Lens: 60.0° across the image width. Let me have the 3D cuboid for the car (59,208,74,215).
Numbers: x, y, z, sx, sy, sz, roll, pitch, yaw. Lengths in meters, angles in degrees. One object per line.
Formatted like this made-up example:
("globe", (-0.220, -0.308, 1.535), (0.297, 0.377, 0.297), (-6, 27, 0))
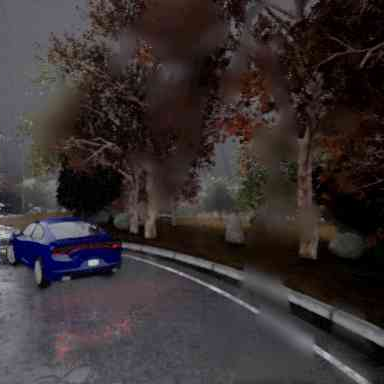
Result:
("car", (-25.615, 4.030, 68.257), (1.994, 1.385, 4.181), (-1, -4, -8))

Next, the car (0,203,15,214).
("car", (-26.108, 2.288, 45.819), (1.882, 1.535, 5.008), (-1, -4, -8))

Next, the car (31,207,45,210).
("car", (-28.162, 3.477, 61.071), (1.837, 1.490, 4.892), (0, -4, -8))

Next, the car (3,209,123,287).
("car", (-3.797, 1.467, 9.531), (1.882, 1.535, 5.008), (-1, 0, -39))
